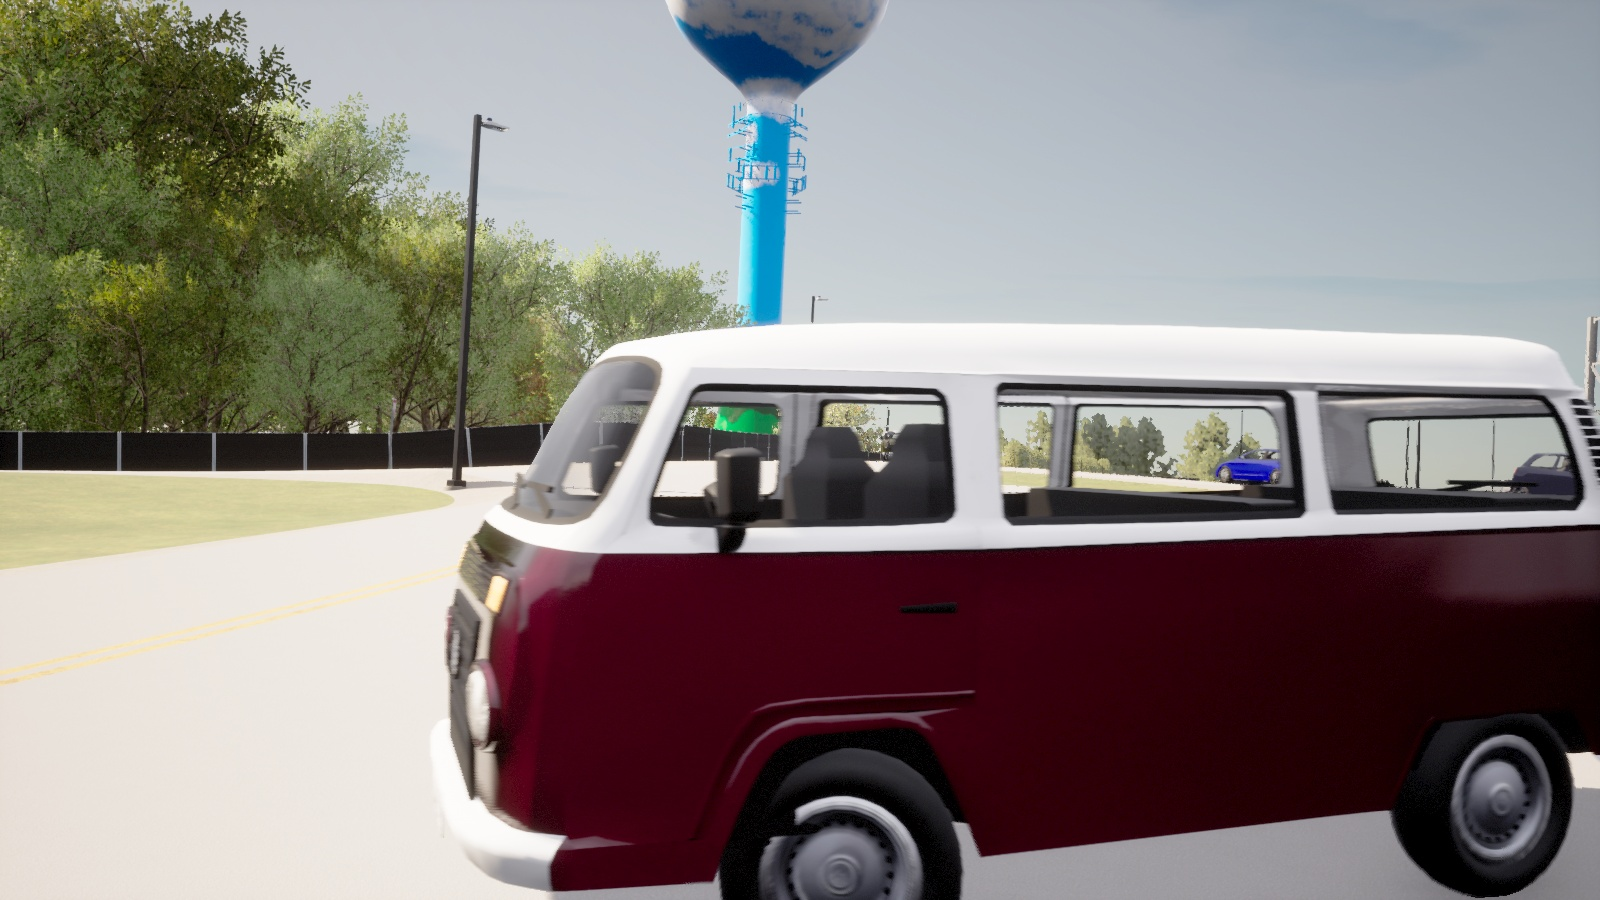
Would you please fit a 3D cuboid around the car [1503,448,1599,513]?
[{"bbox_3d":[19.922,0.779,31.795,1.845,1.501,3.633,2,1,-8],"label":"car"}]

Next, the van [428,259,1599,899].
[{"bbox_3d":[0.974,0.549,4.760,4.480,2.038,2.069,0,0,-19],"label":"van"}]
